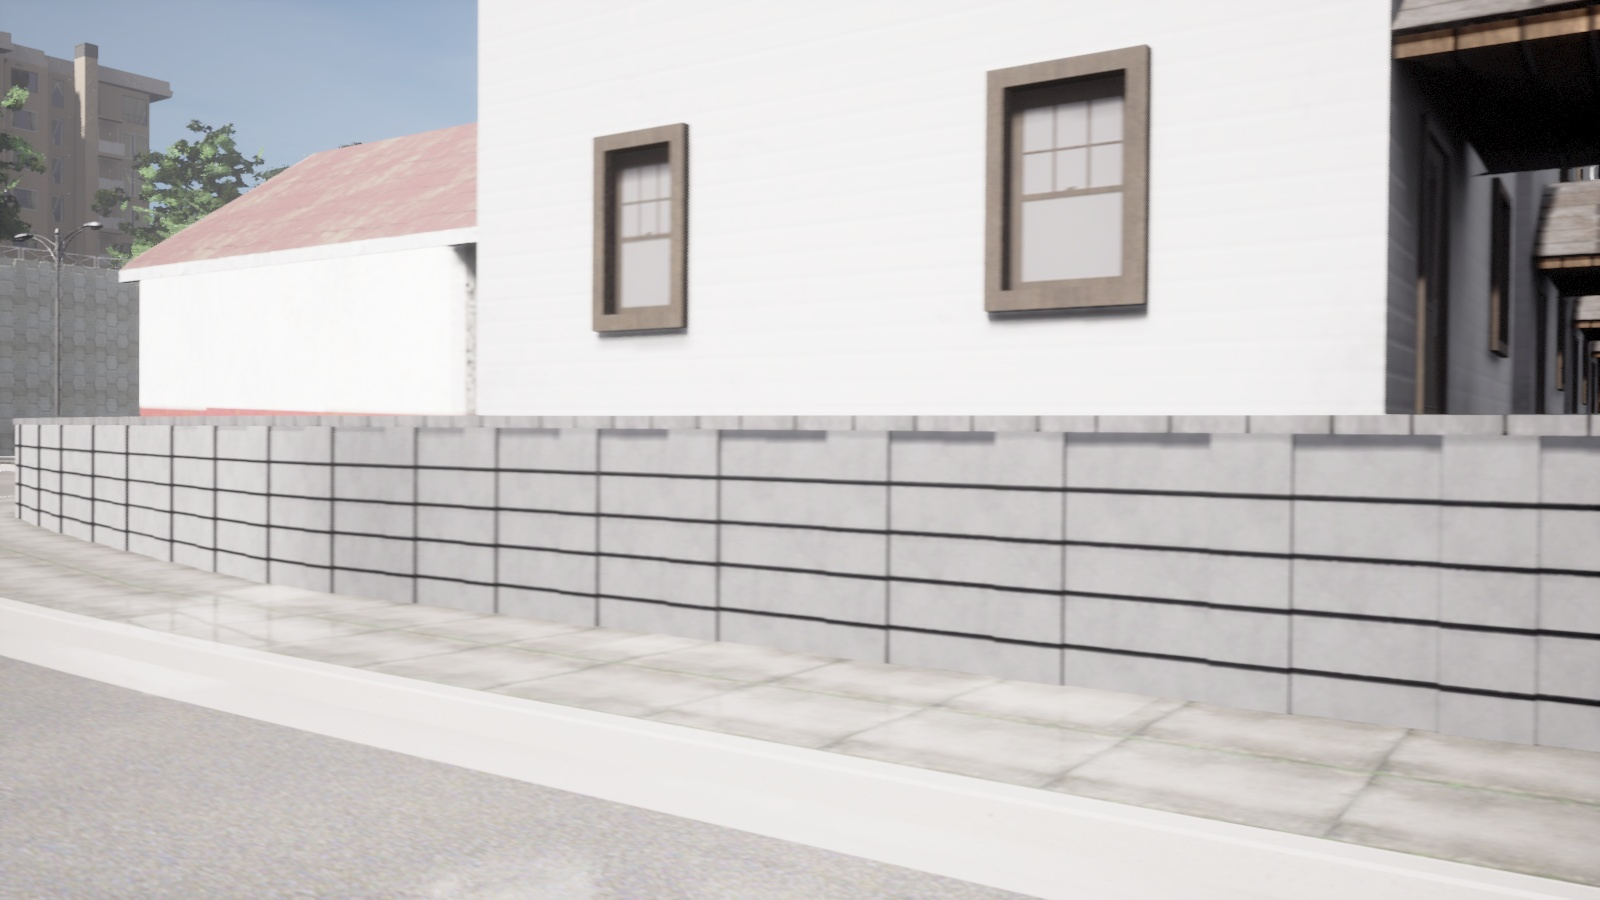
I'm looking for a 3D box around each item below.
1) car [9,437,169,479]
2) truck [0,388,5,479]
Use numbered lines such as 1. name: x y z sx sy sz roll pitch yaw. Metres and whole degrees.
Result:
1. car: -27.422 0.274 48.595 2.128 1.511 4.902 0 1 36
2. truck: -34.178 -0.570 46.107 2.891 3.462 7.936 0 1 45
